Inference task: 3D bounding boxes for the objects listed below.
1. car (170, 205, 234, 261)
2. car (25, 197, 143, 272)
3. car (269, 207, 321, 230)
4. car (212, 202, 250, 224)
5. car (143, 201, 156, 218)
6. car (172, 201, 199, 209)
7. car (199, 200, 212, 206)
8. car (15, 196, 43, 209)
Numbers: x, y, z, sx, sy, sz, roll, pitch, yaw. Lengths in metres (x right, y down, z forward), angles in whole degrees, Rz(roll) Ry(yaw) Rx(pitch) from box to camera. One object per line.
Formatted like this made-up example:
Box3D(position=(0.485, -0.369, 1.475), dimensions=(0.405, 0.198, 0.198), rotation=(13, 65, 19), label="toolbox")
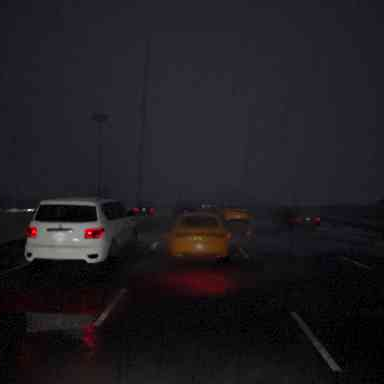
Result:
Box3D(position=(0.234, 1.504, 12.508), dimensions=(1.882, 1.535, 5.008), rotation=(1, 0, 0), label="car")
Box3D(position=(-3.231, 1.184, 10.866), dimensions=(2.150, 2.045, 5.566), rotation=(1, 0, 1), label="car")
Box3D(position=(6.898, 1.710, 22.758), dimensions=(2.033, 1.411, 5.357), rotation=(1, 0, -4), label="car")
Box3D(position=(3.095, 1.579, 26.004), dimensions=(1.882, 1.535, 5.008), rotation=(1, 0, -5), label="car")
Box3D(position=(-4.236, 1.526, 30.041), dimensions=(2.033, 1.411, 5.357), rotation=(1, 0, -6), label="car")
Box3D(position=(-0.798, 1.518, 30.511), dimensions=(1.882, 1.535, 5.008), rotation=(1, 0, -6), label="car")
Box3D(position=(1.556, 1.646, 39.548), dimensions=(2.033, 1.411, 5.357), rotation=(1, 0, -8), label="car")
Box3D(position=(-19.965, 1.247, 40.987), dimensions=(1.812, 1.442, 4.674), rotation=(1, 0, -10), label="car")
